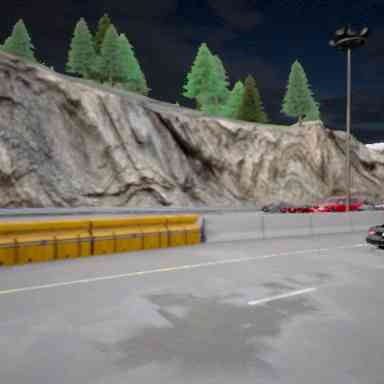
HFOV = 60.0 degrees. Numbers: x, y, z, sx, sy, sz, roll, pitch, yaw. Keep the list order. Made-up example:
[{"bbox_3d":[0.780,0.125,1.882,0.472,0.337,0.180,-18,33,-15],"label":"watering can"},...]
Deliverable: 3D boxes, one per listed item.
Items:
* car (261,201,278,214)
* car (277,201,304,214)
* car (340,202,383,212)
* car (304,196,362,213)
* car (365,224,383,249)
[{"bbox_3d":[9.898,1.746,37.533,4.181,1.385,1.994,1,0,-25],"label":"car"},{"bbox_3d":[11.602,1.794,34.510,4.718,1.301,1.895,1,0,-25],"label":"car"},{"bbox_3d":[15.244,1.782,28.449,4.181,1.385,1.994,1,0,-24],"label":"car"},{"bbox_3d":[13.840,1.435,31.678,5.566,2.045,2.150,1,0,-24],"label":"car"},{"bbox_3d":[9.470,1.673,13.644,5.357,1.411,2.033,1,0,-29],"label":"car"}]
